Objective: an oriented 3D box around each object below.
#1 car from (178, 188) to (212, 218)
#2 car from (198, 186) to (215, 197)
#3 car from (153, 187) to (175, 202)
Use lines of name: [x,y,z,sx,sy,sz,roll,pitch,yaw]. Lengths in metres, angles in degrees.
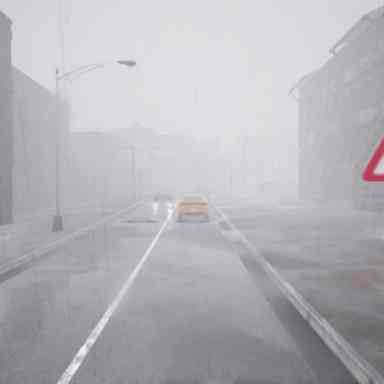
car: [0.094,0.809,22.640,1.882,1.535,5.008,0,3,0]
car: [1.525,-0.030,42.293,1.994,1.385,4.181,0,2,17]
car: [-2.893,0.239,35.455,1.812,1.442,4.674,0,3,4]
